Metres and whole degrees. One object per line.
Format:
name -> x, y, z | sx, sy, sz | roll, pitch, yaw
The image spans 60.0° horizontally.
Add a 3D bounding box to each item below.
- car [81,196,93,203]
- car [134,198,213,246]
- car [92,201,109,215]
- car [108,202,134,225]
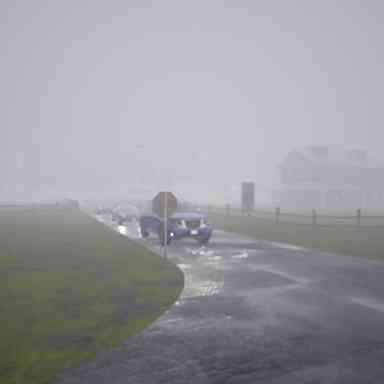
car -> -25.650, 2.010, 82.448 | 2.128, 1.511, 4.902 | 1, -1, -23
car -> -1.005, 1.359, 16.544 | 2.150, 2.045, 5.566 | 1, -1, -24
car -> -9.743, 1.778, 37.300 | 1.812, 1.442, 4.674 | 1, 0, -22
car -> -5.082, 1.718, 26.196 | 1.812, 1.442, 4.674 | 1, 0, -23
